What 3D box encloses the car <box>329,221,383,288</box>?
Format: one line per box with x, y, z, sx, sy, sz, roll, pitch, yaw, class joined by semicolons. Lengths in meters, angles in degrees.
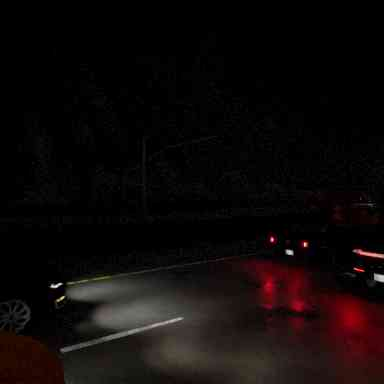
5.699;1.482;7.961;4.902;1.511;2.128;0;0;-36;car

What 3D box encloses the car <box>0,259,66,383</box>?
-3.171;1.475;1.445;5.008;1.535;1.882;0;0;-36;car

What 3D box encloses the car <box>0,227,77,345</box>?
-4.437;1.505;4.854;4.892;1.490;1.837;0;0;-36;car

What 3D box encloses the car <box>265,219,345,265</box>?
4.839;1.590;11.666;4.718;1.301;1.895;0;0;-36;car

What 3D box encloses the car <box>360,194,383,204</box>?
30.757;1.110;57.098;4.553;1.767;2.097;0;0;-36;car
